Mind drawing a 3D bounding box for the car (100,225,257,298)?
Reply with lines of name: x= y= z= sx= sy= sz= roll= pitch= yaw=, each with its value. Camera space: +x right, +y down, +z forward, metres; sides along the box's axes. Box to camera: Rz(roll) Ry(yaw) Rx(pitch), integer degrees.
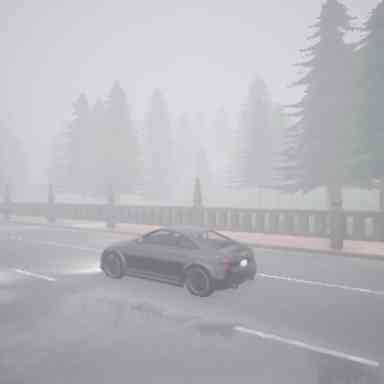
car: x=-0.466 y=1.569 z=8.636 sx=4.181 sy=1.385 sz=1.994 roll=0 pitch=0 yaw=36
